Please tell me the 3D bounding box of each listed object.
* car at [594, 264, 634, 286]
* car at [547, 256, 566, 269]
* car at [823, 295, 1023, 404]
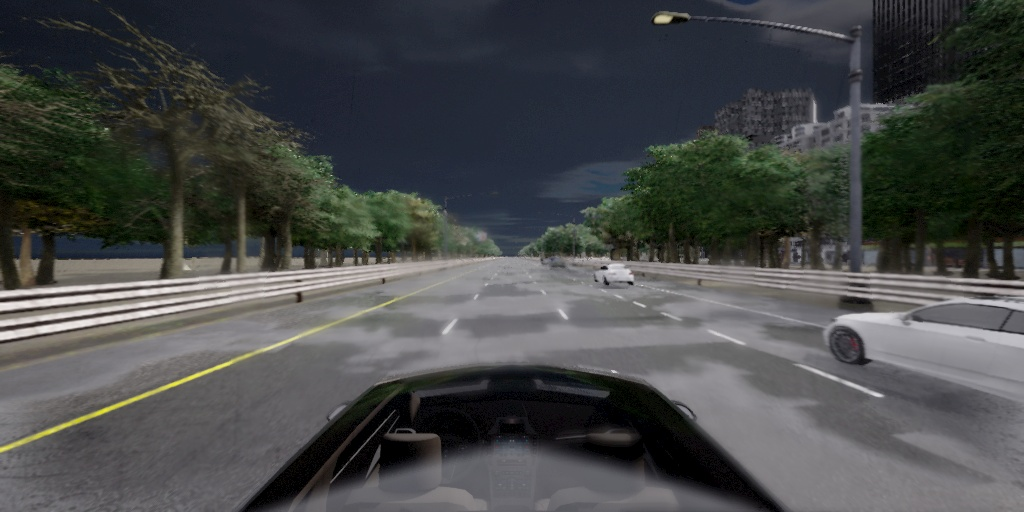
[{"bbox_3d":[7.000,1.271,24.931,1.812,1.442,4.674,0,0,0],"label":"car"},{"bbox_3d":[7.002,1.083,54.931,2.097,1.767,4.553,0,0,0],"label":"car"},{"bbox_3d":[6.999,1.278,5.022,1.812,1.442,4.674,0,0,0],"label":"car"}]
